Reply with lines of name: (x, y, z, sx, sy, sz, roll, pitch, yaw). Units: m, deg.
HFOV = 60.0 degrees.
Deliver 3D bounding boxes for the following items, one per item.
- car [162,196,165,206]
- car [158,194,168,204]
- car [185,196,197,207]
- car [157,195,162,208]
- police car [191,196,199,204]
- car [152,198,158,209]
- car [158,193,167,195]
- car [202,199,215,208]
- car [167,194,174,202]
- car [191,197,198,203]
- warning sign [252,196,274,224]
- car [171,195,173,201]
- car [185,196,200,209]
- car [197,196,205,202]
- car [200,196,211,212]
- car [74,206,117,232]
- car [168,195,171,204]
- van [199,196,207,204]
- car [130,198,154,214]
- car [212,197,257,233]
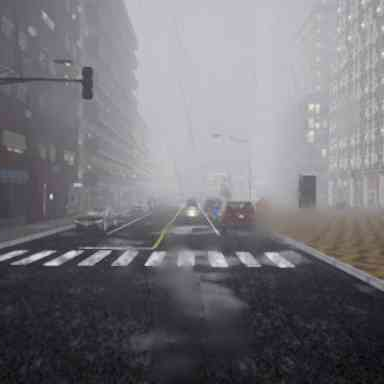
car: (-5.829, 1.797, 53.416, 1.802, 1.307, 4.206, 0, 0, 0)
car: (-5.843, 1.688, 58.943, 1.967, 1.590, 4.097, 0, 0, 0)
car: (-0.149, 1.650, 59.436, 2.097, 1.767, 4.553, 0, 0, 0)
car: (-5.814, 1.622, 47.890, 1.967, 1.590, 4.097, 0, 0, 0)
police car: (0.700, 1.853, 78.647, 1.930, 1.638, 5.238, 0, 0, 0)
car: (-5.799, 1.694, 42.362, 1.887, 1.381, 4.507, 0, 0, 0)
car: (-7.626, 1.429, 93.868, 2.045, 2.150, 5.566, 17, 4, 29)
car: (2.551, 1.828, 53.438, 1.887, 1.381, 4.507, 0, 0, 0)
car: (-5.932, 2.012, 92.102, 1.887, 1.381, 4.507, 0, 0, 0)
car: (0.673, 2.001, 88.537, 1.837, 1.490, 4.892, 0, 0, 0)
warning sign: (5.020, 1.245, 23.544, 1.300, 1.860, 1.060, 1, 0, 0)
car: (-5.887, 1.898, 75.521, 1.887, 1.381, 4.507, 0, 0, 0)
car: (-0.021, 1.742, 49.360, 1.837, 1.490, 4.892, 0, 0, 0)
car: (2.448, 1.975, 92.123, 1.967, 1.590, 4.097, 0, 0, 0)
car: (2.581, 1.532, 42.385, 2.192, 1.841, 5.009, 0, 0, 0)
car: (-5.740, 1.577, 20.257, 2.008, 1.369, 4.403, 0, 0, 0)
car: (-5.872, 1.842, 69.826, 1.752, 1.417, 4.829, 0, 0, 0)
van: (2.493, 1.762, 75.544, 1.690, 1.788, 3.998, 0, 0, 0)
car: (-5.784, 1.667, 36.836, 2.008, 1.369, 4.403, 0, 0, 0)
car: (2.640, 1.409, 20.280, 2.192, 1.841, 5.009, 0, 0, 0)
